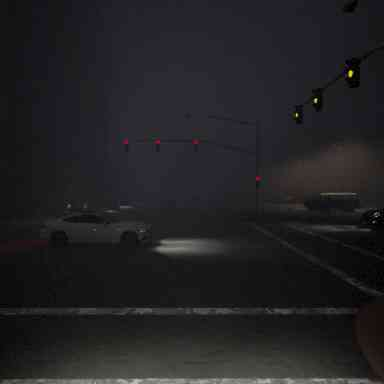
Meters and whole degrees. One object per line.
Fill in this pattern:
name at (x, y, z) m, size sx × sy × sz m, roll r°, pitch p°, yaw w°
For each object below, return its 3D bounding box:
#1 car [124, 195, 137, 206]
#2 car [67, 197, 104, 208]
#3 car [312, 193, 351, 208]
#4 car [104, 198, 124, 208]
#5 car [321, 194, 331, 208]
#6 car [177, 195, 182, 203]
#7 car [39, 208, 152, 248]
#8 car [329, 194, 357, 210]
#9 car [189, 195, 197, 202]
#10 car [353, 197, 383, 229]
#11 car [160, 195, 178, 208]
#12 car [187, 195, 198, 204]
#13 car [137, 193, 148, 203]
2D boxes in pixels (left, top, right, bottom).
car at (-10.520, 1.564, 52.973) m, size 1.994 × 1.385 × 4.181 m, roll 0°, pitch 0°, yaw 1°
car at (-10.673, 1.352, 32.854) m, size 2.097 × 1.767 × 4.553 m, roll 0°, pitch 0°, yaw 0°
car at (21.834, 1.209, 52.178) m, size 4.605 × 1.855 × 1.932 m, roll 0°, pitch 0°, yaw 1°
car at (-10.606, 1.548, 42.703) m, size 2.033 × 1.411 × 5.357 m, roll 0°, pitch 0°, yaw 0°
car at (21.847, 1.419, 49.494) m, size 3.905 × 1.438 × 1.784 m, roll 0°, pitch 0°, yaw 1°
car at (-3.269, 1.351, 69.698) m, size 2.097 × 1.767 × 4.553 m, roll 0°, pitch 0°, yaw 1°
car at (-4.047, 1.551, 14.239) m, size 4.674 × 1.442 × 1.812 m, roll 0°, pitch 0°, yaw 1°
car at (21.805, 1.451, 46.599) m, size 3.806 × 1.475 × 1.970 m, roll 0°, pitch 0°, yaw 1°
car at (0.206, 1.362, 73.820) m, size 1.837 × 1.490 × 4.892 m, roll 0°, pitch 0°, yaw 0°
car at (13.263, 1.407, 21.255) m, size 4.553 × 1.767 × 2.097 m, roll 0°, pitch 0°, yaw 1°
car at (-3.388, 1.564, 46.832) m, size 1.994 × 1.385 × 4.181 m, roll 0°, pitch 0°, yaw 0°
car at (0.133, 1.352, 63.691) m, size 2.097 × 1.767 × 4.553 m, roll 0°, pitch 0°, yaw 0°
car at (-10.337, 1.215, 68.230) m, size 2.150 × 2.045 × 5.566 m, roll 0°, pitch 0°, yaw 0°
